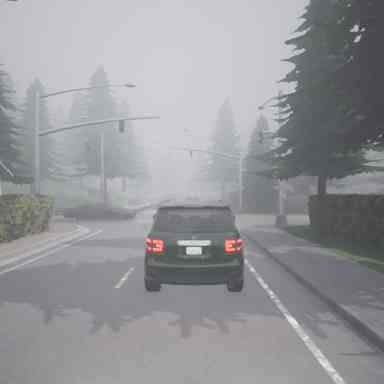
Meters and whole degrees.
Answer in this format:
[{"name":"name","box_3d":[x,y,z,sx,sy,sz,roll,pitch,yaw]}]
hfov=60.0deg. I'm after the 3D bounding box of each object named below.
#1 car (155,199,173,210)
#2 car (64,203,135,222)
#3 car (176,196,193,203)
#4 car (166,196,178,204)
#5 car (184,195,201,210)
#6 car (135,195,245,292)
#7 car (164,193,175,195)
[{"name":"car","box_3d":[-3.627,1.601,43.912,1.895,1.301,4.718,0,0,0]},{"name":"car","box_3d":[-6.993,1.538,25.620,5.357,1.411,2.033,0,0,0]},{"name":"car","box_3d":[-1.640,1.525,70.376,1.812,1.442,4.674,0,0,-24]},{"name":"car","box_3d":[-3.921,1.505,64.250,1.837,1.490,4.892,0,0,-8]},{"name":"car","box_3d":[0.086,1.352,43.951,2.097,1.767,4.553,0,0,0]},{"name":"car","box_3d":[0.057,1.221,9.079,2.150,2.045,5.566,0,0,0]},{"name":"car","box_3d":[-3.625,1.221,53.821,2.150,2.045,5.566,0,0,-1]}]
